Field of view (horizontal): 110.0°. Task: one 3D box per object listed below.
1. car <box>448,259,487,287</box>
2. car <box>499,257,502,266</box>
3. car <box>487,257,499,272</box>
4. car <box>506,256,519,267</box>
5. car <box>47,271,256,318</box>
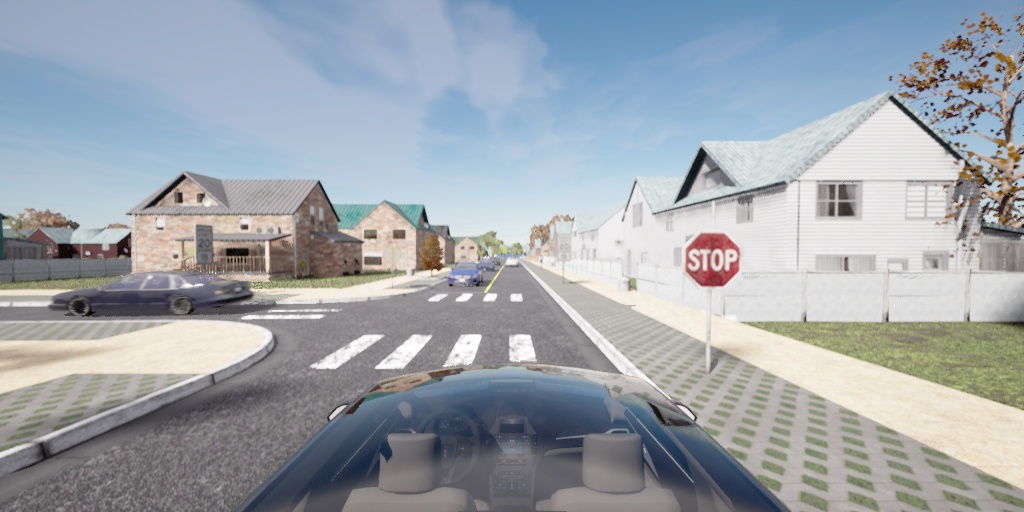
[{"bbox_3d":[-2.834,1.099,22.749,1.812,1.442,4.674,0,1,0],"label":"car"},{"bbox_3d":[-2.712,0.895,58.492,1.837,1.490,4.892,0,0,0],"label":"car"},{"bbox_3d":[-2.817,0.999,39.561,2.033,1.411,5.357,0,0,0],"label":"car"},{"bbox_3d":[0.035,0.896,53.902,1.812,1.442,4.674,0,0,0],"label":"car"},{"bbox_3d":[-12.022,1.223,12.268,5.357,1.411,2.033,0,1,-5],"label":"car"}]
